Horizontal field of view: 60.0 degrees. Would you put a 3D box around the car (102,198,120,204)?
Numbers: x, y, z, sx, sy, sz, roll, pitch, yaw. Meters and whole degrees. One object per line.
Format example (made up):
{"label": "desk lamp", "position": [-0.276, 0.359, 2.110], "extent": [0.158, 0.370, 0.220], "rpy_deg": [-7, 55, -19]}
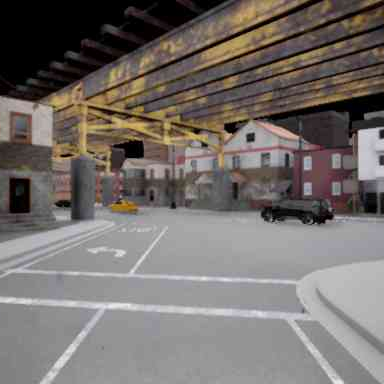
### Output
{"label": "car", "position": [-17.468, 1.963, 72.269], "extent": [1.853, 1.218, 4.536], "rpy_deg": [0, -1, 15]}

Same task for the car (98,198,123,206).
{"label": "car", "position": [-16.805, 2.086, 68.548], "extent": [4.974, 1.542, 2.038], "rpy_deg": [0, -1, -15]}

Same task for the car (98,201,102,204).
{"label": "car", "position": [-16.755, 1.929, 68.563], "extent": [4.536, 1.218, 1.853], "rpy_deg": [0, -1, -15]}

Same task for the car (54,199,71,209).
{"label": "car", "position": [-21.566, 2.024, 56.105], "extent": [1.837, 1.490, 4.892], "rpy_deg": [1, -1, -45]}

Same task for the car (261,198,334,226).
{"label": "car", "position": [8.139, 1.462, 26.025], "extent": [2.150, 2.045, 5.566], "rpy_deg": [1, -1, -45]}

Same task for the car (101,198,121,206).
{"label": "car", "position": [-17.481, 2.120, 72.217], "extent": [2.038, 1.542, 4.974], "rpy_deg": [0, -1, 15]}

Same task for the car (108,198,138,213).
{"label": "car", "position": [-9.039, 1.879, 43.419], "extent": [1.882, 1.535, 5.008], "rpy_deg": [1, -1, -45]}
